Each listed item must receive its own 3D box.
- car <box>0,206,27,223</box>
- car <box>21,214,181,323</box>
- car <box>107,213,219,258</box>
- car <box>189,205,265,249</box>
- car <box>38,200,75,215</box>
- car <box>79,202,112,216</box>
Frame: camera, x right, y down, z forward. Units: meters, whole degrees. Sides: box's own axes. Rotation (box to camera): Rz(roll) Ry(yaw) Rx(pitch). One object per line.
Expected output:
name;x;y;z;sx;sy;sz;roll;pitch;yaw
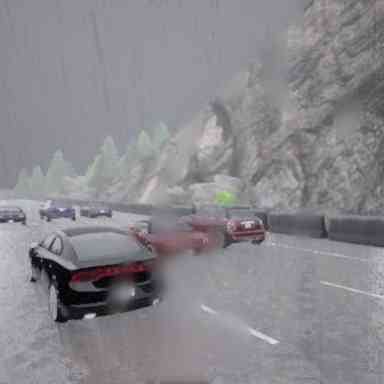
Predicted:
car;-13.133;1.647;23.758;1.895;1.301;4.718;0;0;-33
car;-2.416;1.503;7.489;1.882;1.535;5.008;0;0;-33
car;-1.296;1.622;12.152;1.895;1.301;4.718;0;0;-33
car;1.052;1.363;14.949;2.097;1.767;4.553;0;0;-33
car;-10.951;1.386;26.805;2.097;1.767;4.553;0;0;-33
car;-8.649;1.586;29.673;1.994;1.385;4.181;0;0;-33
